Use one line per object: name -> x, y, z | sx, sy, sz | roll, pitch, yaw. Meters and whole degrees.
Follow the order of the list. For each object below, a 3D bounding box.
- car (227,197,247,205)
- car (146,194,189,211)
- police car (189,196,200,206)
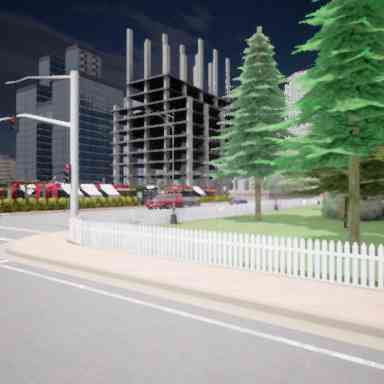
car -> 7.832, 1.535, 56.885 | 1.812, 1.442, 4.674 | 0, 0, 34
car -> -3.215, 1.209, 40.717 | 2.150, 2.045, 5.566 | 0, 0, 34
police car -> -0.729, 1.411, 50.469 | 1.930, 1.638, 5.238 | 0, 0, 34
